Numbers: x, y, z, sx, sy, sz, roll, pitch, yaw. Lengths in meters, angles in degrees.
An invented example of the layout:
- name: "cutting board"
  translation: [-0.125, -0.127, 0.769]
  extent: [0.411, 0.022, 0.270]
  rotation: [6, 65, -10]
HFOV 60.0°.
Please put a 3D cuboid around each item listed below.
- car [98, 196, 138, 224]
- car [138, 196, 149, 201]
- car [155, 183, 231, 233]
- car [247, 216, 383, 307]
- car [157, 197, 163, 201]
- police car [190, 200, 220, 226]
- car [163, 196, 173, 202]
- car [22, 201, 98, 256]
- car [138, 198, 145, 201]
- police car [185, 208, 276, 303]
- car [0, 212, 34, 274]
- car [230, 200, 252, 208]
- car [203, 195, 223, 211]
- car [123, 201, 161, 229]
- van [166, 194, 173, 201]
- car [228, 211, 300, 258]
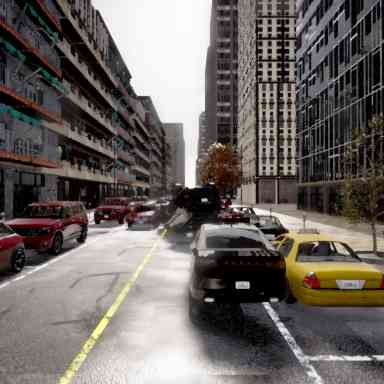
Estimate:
- name: "car"
  translation: [-5.738, 1.331, 24.742]
  extent: [2.192, 1.841, 5.009]
  rotation: [0, 0, 0]
- name: "car"
  translation: [-5.764, 1.348, 36.070]
  extent: [2.192, 1.841, 5.009]
  rotation: [0, 0, 0]
- name: "car"
  translation: [-0.191, 1.208, 18.348]
  extent: [2.150, 2.045, 5.566]
  rotation: [-2, -19, -19]
- name: "car"
  translation: [2.677, 1.528, 7.941]
  extent: [1.752, 1.417, 4.829]
  rotation: [0, 0, 0]
- name: "car"
  translation: [-5.829, 1.677, 64.385]
  extent: [1.947, 1.339, 4.313]
  rotation: [0, 0, 0]
- name: "police car"
  translation: [0.846, 1.441, 24.405]
  extent: [1.930, 1.638, 5.238]
  rotation: [0, 0, 0]
- name: "car"
  translation: [-5.866, 1.739, 81.374]
  extent: [1.947, 1.339, 4.313]
  rotation: [0, 0, 0]
- name: "car"
  translation: [-5.713, 1.322, 13.417]
  extent: [2.192, 1.841, 5.009]
  rotation: [0, 0, 0]
- name: "car"
  translation: [-5.752, 1.549, 30.237]
  extent: [1.752, 1.417, 4.829]
  rotation: [0, 0, 0]
- name: "police car"
  translation: [0.881, 1.429, 8.406]
  extent: [1.930, 1.638, 5.238]
  rotation: [0, 0, 0]
- name: "car"
  translation: [-5.702, 1.443, 7.753]
  extent: [1.967, 1.590, 4.097]
  rotation: [0, 0, 0]
- name: "car"
  translation: [2.653, 1.451, 19.098]
  extent: [1.967, 1.590, 4.097]
  rotation: [0, 0, 0]
- name: "car"
  translation: [2.603, 1.360, 41.750]
  extent: [2.192, 1.841, 5.009]
  rotation: [0, 0, 0]
- name: "car"
  translation: [-3.048, 1.539, 22.102]
  extent: [1.812, 1.442, 4.674]
  rotation: [0, 0, 0]
- name: "van"
  translation: [-5.878, 1.539, 87.040]
  extent: [1.690, 1.788, 3.998]
  rotation: [0, 0, 0]
- name: "car"
  translation: [2.665, 1.573, 13.435]
  extent: [1.947, 1.339, 4.313]
  rotation: [0, 0, 0]
